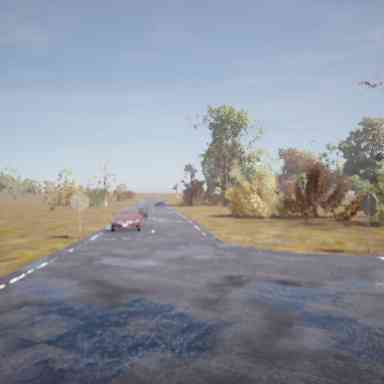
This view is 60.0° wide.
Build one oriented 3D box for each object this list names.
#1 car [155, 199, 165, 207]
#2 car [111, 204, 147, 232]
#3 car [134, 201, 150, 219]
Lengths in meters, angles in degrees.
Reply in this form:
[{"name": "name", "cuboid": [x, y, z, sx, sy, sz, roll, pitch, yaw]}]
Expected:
[{"name": "car", "cuboid": [-6.225, 2.171, 65.403, 1.812, 1.442, 4.674, 0, -1, -7]}, {"name": "car", "cuboid": [-4.206, 1.746, 22.146, 1.812, 1.442, 4.674, 0, -1, -5]}, {"name": "car", "cuboid": [-5.270, 1.887, 32.582, 1.994, 1.385, 4.181, 0, -1, -7]}]
